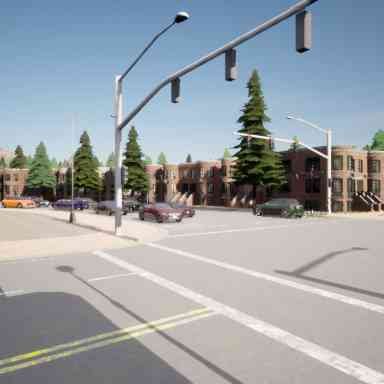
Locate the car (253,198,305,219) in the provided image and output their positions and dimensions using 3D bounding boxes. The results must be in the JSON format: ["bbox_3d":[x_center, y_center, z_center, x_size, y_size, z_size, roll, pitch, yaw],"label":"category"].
[{"bbox_3d":[7.645,1.352,29.680,2.097,1.767,4.553,0,0,-38],"label":"car"}]

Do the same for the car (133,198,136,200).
[{"bbox_3d":[-6.908,1.601,37.017,1.895,1.301,4.718,0,0,-41],"label":"car"}]

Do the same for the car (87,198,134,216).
[{"bbox_3d":[-8.215,1.547,33.250,2.033,1.411,5.357,0,0,-38],"label":"car"}]

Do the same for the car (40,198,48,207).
[{"bbox_3d":[-23.202,1.492,49.116,4.902,1.511,2.128,0,0,23],"label":"car"}]

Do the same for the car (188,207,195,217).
[{"bbox_3d":[-1.553,1.564,30.084,1.994,1.385,4.181,0,0,-37],"label":"car"}]

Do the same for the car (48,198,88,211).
[{"bbox_3d":[-14.898,1.601,40.030,4.718,1.301,1.895,0,0,38],"label":"car"}]

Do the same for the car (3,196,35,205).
[{"bbox_3d":[-30.552,1.504,58.676,4.892,1.490,1.837,0,0,12],"label":"car"}]

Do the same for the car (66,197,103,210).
[{"bbox_3d":[-14.256,1.492,43.852,4.902,1.511,2.128,0,0,36],"label":"car"}]

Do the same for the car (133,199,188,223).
[{"bbox_3d":[-2.543,1.526,25.566,1.812,1.442,4.674,0,0,-35],"label":"car"}]

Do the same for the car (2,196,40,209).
[{"bbox_3d":[-23.615,1.352,45.436,4.553,1.767,2.097,0,0,25],"label":"car"}]
